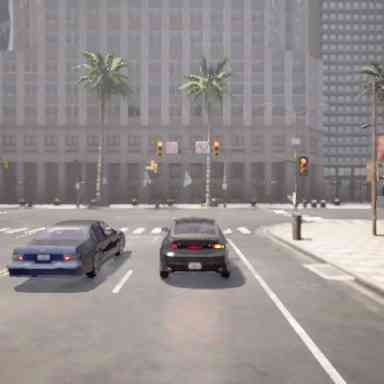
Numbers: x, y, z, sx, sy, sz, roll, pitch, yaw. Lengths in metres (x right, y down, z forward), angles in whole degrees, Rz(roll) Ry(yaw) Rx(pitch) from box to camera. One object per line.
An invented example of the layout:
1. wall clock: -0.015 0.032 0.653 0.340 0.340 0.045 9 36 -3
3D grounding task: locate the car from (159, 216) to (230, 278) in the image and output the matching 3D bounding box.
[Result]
1. car: 0.078 1.518 10.222 1.837 1.490 4.892 0 -1 0

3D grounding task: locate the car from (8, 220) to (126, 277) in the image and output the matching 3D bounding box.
1. car: -3.420 1.562 10.206 2.033 1.411 5.357 0 0 0
